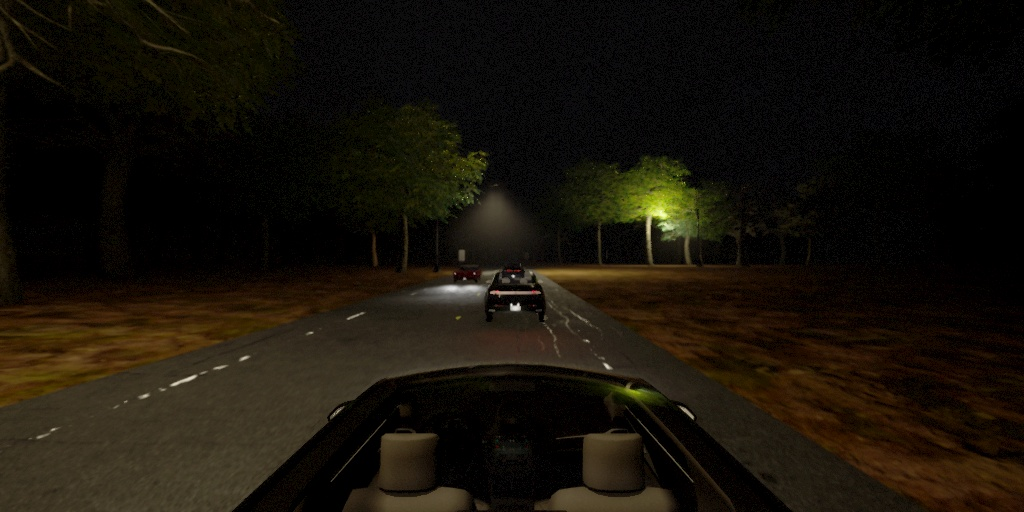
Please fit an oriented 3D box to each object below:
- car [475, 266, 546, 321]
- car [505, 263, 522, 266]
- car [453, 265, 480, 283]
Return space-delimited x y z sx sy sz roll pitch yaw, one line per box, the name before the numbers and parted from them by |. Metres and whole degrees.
car | 0.101 1.256 12.469 2.128 1.511 4.902 0 0 0
car | 0.103 1.304 30.107 1.837 1.490 4.892 0 0 0
car | -3.498 1.396 28.777 1.895 1.301 4.718 0 0 0
